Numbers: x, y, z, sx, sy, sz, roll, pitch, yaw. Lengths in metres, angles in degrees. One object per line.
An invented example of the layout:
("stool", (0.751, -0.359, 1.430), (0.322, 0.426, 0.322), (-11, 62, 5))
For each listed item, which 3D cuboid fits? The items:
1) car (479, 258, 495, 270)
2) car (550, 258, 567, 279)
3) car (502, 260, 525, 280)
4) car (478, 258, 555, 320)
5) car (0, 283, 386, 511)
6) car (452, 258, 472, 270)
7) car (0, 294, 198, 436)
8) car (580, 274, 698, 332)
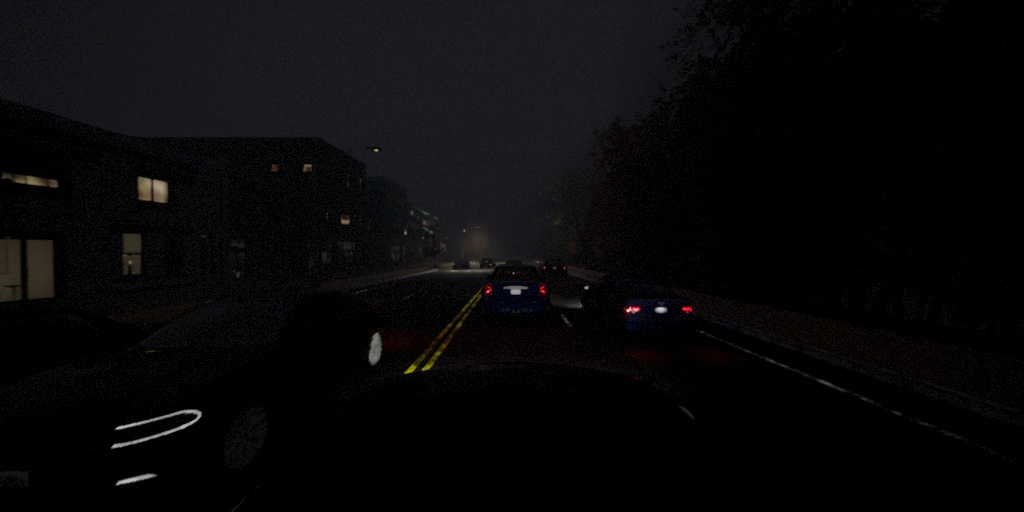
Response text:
("car", (-3.300, 1.015, 47.867), (1.837, 1.490, 4.892), (0, 0, 0))
("car", (3.370, 0.952, 30.388), (2.097, 1.767, 4.553), (0, 0, 0))
("car", (0.120, 1.103, 30.737), (1.837, 1.490, 4.892), (0, 0, 0))
("car", (0.108, 1.045, 12.421), (2.097, 1.767, 4.553), (0, 0, 0))
("car", (-3.349, 1.211, 4.895), (1.882, 1.535, 5.008), (0, 0, 0))
("car", (-6.553, 1.040, 46.787), (1.812, 1.442, 4.674), (0, 0, 0))
("car", (-6.599, 1.338, 4.087), (1.895, 1.301, 4.718), (0, 0, 0))
("car", (3.357, 1.251, 10.581), (2.033, 1.411, 5.357), (0, 0, 0))
